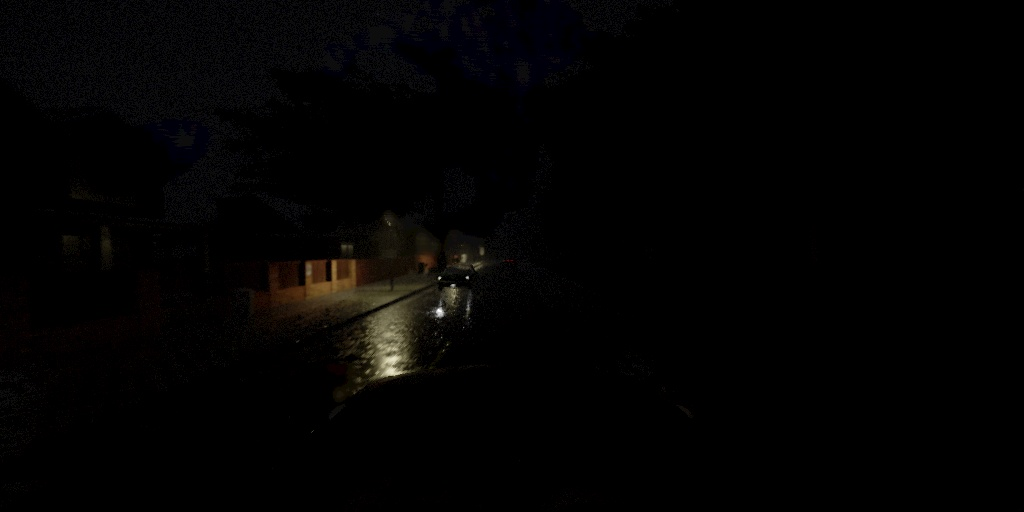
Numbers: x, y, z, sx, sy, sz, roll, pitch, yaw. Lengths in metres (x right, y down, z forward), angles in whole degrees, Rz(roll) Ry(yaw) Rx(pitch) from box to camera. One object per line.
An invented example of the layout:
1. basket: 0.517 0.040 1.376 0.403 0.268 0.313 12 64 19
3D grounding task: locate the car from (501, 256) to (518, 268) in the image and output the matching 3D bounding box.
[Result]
1. car: -0.340 0.757 46.051 2.128 1.511 4.902 -1 1 -1

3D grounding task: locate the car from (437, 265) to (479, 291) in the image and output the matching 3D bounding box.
1. car: -3.028 1.180 20.615 1.895 1.301 4.718 -1 1 -1
